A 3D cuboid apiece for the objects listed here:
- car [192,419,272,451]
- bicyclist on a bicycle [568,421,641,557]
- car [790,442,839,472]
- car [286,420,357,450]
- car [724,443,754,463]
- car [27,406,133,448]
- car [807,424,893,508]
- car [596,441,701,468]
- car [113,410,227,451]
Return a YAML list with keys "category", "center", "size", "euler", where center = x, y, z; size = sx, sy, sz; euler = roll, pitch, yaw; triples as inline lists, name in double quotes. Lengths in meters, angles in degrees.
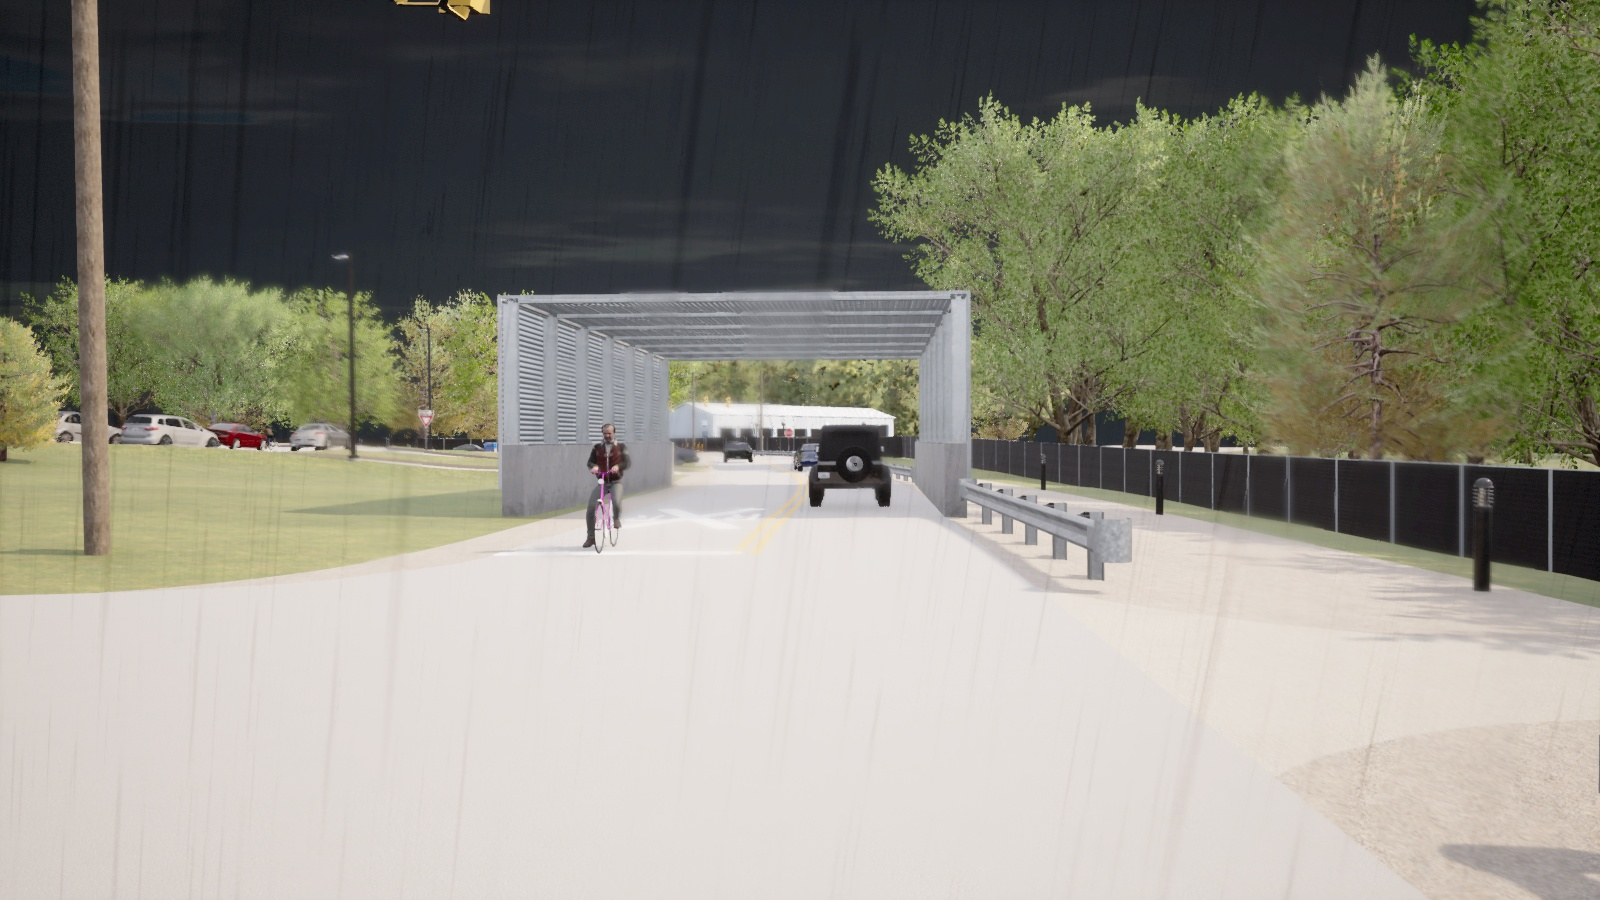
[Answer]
- category: "car"
  center: [-32.356, -0.836, 71.727]
  size: [1.882, 1.535, 5.008]
  euler: [6, 0, 4]
- category: "bicyclist on a bicycle"
  center: [-2.668, 0.512, 17.283]
  size: [0.659, 1.776, 1.843]
  euler: [0, 0, 2]
- category: "car"
  center: [0.685, 0.336, 62.797]
  size: [2.033, 1.411, 5.357]
  euler: [0, 0, -4]
- category: "car"
  center: [-27.762, -0.891, 73.027]
  size: [2.152, 1.651, 5.027]
  euler: [0, 1, 1]
- category: "car"
  center: [-4.024, 0.184, 82.029]
  size: [1.895, 1.301, 4.718]
  euler: [0, 0, -3]
- category: "car"
  center: [-34.719, -1.095, 60.652]
  size: [1.851, 1.617, 3.988]
  euler: [6, 0, 23]
- category: "car"
  center: [1.191, 0.343, 29.955]
  size: [1.905, 1.878, 3.866]
  euler: [0, 0, 2]
- category: "car"
  center: [-8.282, 0.259, 68.526]
  size: [5.357, 1.411, 2.033]
  euler: [1, 0, -18]
- category: "car"
  center: [-29.955, -0.899, 59.890]
  size: [2.242, 1.667, 4.611]
  euler: [2, -2, 17]
